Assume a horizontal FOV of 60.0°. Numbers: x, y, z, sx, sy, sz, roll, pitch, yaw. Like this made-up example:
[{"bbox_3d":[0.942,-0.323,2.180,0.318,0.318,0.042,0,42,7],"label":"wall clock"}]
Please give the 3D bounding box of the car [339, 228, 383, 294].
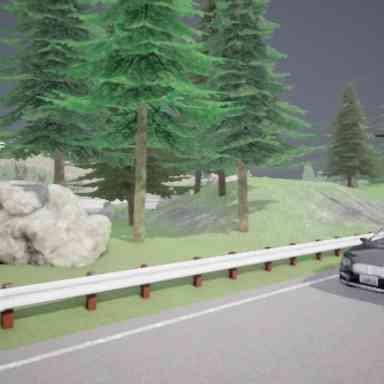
[{"bbox_3d":[5.582,1.557,8.309,4.902,1.511,2.128,1,0,-37],"label":"car"}]
